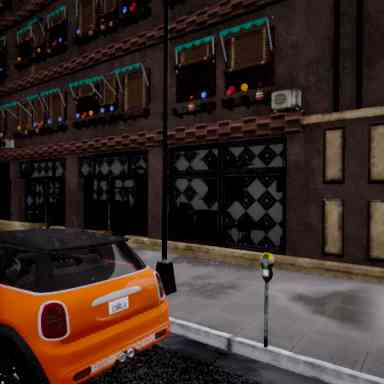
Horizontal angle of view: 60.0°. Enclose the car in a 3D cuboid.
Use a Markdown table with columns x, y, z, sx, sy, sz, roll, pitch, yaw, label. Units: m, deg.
| x | y | z | sx | sy | sz | roll | pitch | yaw | label |
| --- | --- | --- | --- | --- | --- | --- | --- | --- | --- |
| -2.574 | 1.351 | 5.167 | 4.553 | 1.767 | 2.097 | 0 | 0 | 36 | car |
